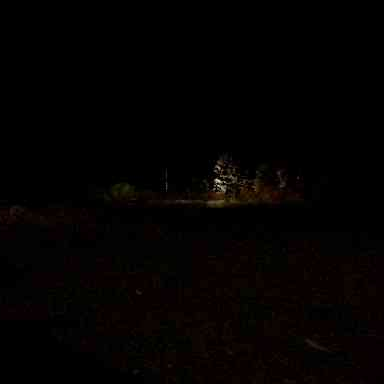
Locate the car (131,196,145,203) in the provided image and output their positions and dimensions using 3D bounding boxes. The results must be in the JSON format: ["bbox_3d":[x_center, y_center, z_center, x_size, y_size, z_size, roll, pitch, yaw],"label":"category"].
[{"bbox_3d":[-10.780,1.661,70.584,1.837,1.490,4.892,0,0,34],"label":"car"}]

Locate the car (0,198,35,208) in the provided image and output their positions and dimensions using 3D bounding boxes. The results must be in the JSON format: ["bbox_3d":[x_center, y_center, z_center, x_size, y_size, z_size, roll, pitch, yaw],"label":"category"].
[{"bbox_3d":[-25.480,1.577,48.644,2.128,1.511,4.902,0,0,34],"label":"car"}]
